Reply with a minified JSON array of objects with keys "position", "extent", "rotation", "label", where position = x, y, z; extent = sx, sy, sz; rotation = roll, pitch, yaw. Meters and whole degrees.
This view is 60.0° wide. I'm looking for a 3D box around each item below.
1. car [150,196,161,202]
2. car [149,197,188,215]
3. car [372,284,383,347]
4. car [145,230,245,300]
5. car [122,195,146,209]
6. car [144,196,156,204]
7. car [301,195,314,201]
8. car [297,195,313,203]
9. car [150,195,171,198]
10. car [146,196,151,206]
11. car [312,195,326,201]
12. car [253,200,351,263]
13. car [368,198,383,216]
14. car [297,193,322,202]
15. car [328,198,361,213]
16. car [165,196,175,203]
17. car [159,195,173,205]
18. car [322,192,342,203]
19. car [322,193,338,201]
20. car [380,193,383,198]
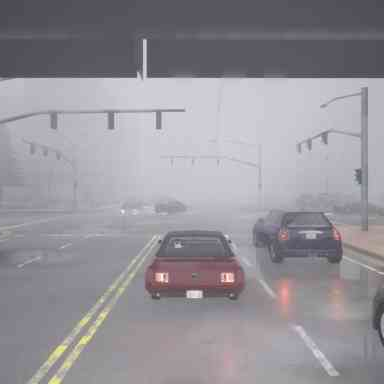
[{"position":[-8.044,1.552,73.990],"extent":[1.994,1.385,4.181],"rotation":[0,0,0],"label":"car"},{"position":[-2.141,1.526,34.315],"extent":[1.812,1.442,4.674],"rotation":[1,0,27],"label":"car"},{"position":[3.601,1.505,3.037],"extent":[1.837,1.490,4.892],"rotation":[0,0,0],"label":"car"},{"position":[0.070,1.601,8.361],"extent":[1.895,1.301,4.718],"rotation":[0,0,0],"label":"car"},{"position":[-8.030,1.352,44.802],"extent":[2.097,1.767,4.553],"rotation":[0,0,2],"label":"car"},{"position":[-8.025,1.526,63.978],"extent":[1.812,1.442,4.674],"rotation":[0,0,0],"label":"car"},{"position":[27.947,1.395,80.707],"extent":[1.970,1.475,3.806],"rotation":[0,0,0],"label":"car"},{"position":[22.218,1.395,65.590],"extent":[1.970,1.475,3.806],"rotation":[0,0,0],"label":"car"},{"position":[-4.491,1.491,49.564],"extent":[2.128,1.511,4.902],"rotation":[0,0,0],"label":"car"},{"position":[-8.012,1.478,53.972],"extent":[1.882,1.535,5.008],"rotation":[0,0,0],"label":"car"},{"position":[30.842,1.364,80.714],"extent":[1.784,1.438,3.905],"rotation":[0,0,0],"label":"car"},{"position":[3.585,1.352,12.126],"extent":[2.097,1.767,4.553],"rotation":[0,0,0],"label":"car"},{"position":[19.266,1.505,30.398],"extent":[4.892,1.490,1.837],"rotation":[0,0,1],"label":"car"},{"position":[16.663,1.153,48.163],"extent":[1.932,1.855,4.605],"rotation":[0,0,0],"label":"car"},{"position":[16.682,1.564,33.932],"extent":[4.181,1.385,1.994],"rotation":[0,0,1],"label":"car"},{"position":[-4.517,1.601,68.761],"extent":[1.895,1.301,4.718],"rotation":[0,0,0],"label":"car"},{"position":[-4.529,1.352,58.606],"extent":[2.097,1.767,4.553],"rotation":[0,0,0],"label":"car"},{"position":[19.557,1.156,48.116],"extent":[1.905,1.878,3.866],"rotation":[0,0,0],"label":"car"},{"position":[33.525,1.153,80.771],"extent":[1.932,1.855,4.605],"rotation":[0,0,0],"label":"car"},{"position":[39.115,1.153,65.724],"extent":[1.932,1.855,4.605],"rotation":[0,0,0],"label":"car"}]
